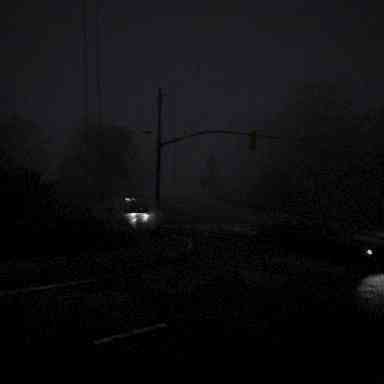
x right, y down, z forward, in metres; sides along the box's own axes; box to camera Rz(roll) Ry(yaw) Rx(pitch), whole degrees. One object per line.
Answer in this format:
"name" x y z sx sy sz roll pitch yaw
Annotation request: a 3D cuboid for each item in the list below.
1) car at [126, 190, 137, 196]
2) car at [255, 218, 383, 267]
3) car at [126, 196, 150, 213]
"car" -11.135 0.361 61.489 2.033 1.411 5.357 1 3 -6
"car" 4.671 1.722 12.495 2.033 1.411 5.357 2 -1 -30
"car" -5.874 1.521 36.487 1.994 1.385 4.181 1 1 -18
